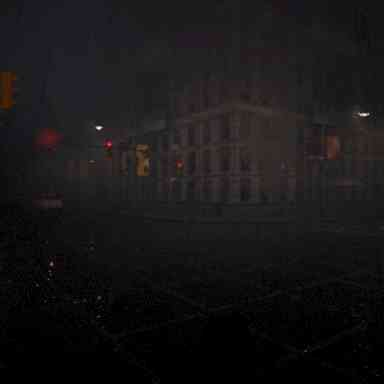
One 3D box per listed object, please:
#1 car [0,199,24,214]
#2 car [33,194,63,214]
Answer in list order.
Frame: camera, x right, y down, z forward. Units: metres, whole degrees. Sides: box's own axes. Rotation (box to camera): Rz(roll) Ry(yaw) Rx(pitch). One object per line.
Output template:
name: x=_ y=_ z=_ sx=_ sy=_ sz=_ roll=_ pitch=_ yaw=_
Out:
car: x=-19.010 y=1.480 z=34.927 sx=1.882 sy=1.535 sz=5.008 roll=0 pitch=0 yaw=-35
car: x=-15.761 y=1.222 z=36.367 sx=2.150 sy=2.045 sz=5.566 roll=0 pitch=0 yaw=-35
